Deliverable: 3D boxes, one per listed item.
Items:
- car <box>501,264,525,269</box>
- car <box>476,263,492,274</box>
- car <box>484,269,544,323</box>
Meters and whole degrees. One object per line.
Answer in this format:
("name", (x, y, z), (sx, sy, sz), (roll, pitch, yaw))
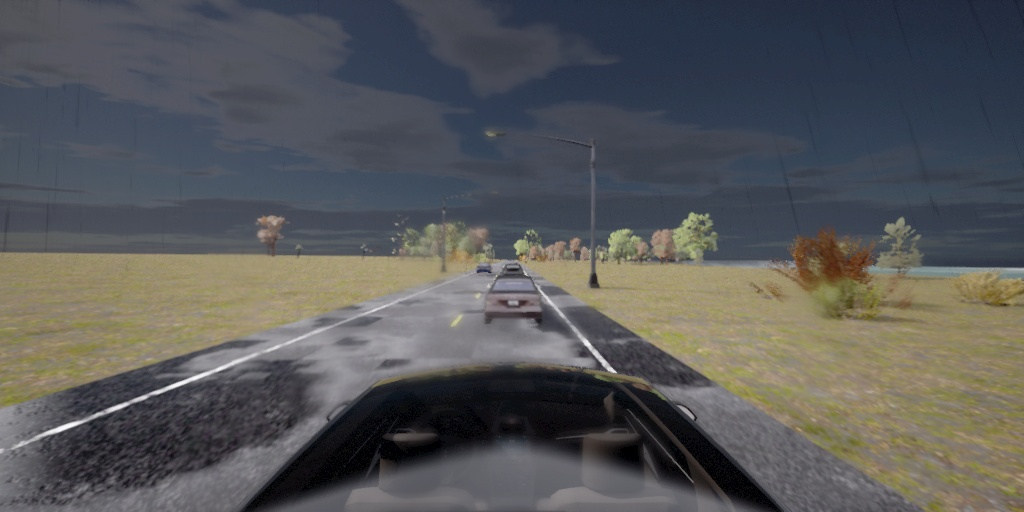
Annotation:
("car", (0.084, 1.440, 32.480), (1.837, 1.490, 4.892), (0, 0, 0))
("car", (-3.598, 1.565, 46.794), (2.033, 1.411, 5.357), (0, 0, 0))
("car", (0.064, 1.363, 12.447), (2.033, 1.411, 5.357), (0, 0, 0))
